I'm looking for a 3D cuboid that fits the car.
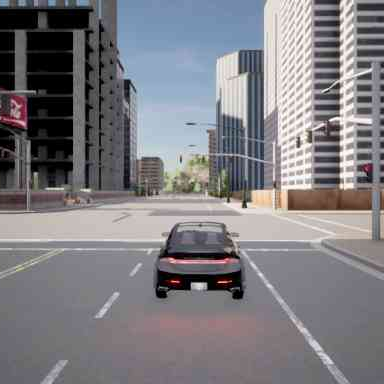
[{"bbox_3d":[0.207,1.492,8.440,2.128,1.511,4.902,0,0,2],"label":"car"}]
